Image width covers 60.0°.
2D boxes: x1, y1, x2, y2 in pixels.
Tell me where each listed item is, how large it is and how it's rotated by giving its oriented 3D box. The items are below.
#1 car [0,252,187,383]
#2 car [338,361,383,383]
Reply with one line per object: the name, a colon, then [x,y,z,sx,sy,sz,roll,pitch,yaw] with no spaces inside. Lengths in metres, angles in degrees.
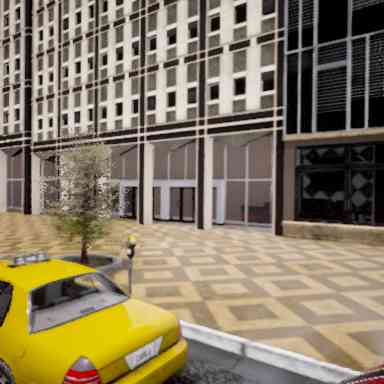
car: [-2.340,1.506,4.536,4.829,1.417,1.752,0,1,36]
car: [2.424,1.447,1.134,4.097,1.590,1.967,0,1,36]
